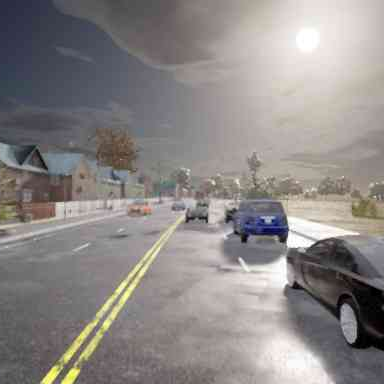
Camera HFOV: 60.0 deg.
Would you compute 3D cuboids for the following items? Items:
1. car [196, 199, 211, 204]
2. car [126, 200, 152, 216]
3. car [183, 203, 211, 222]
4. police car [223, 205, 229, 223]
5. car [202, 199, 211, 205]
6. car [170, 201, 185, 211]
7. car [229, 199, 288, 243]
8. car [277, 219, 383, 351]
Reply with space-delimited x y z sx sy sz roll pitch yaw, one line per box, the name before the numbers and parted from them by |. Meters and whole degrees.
car | 1.773 1.930 56.097 2.097 1.767 4.553 0 -1 4
car | -5.834 1.729 36.995 2.097 1.767 4.553 0 -1 3
car | 0.472 1.893 28.847 1.895 1.301 4.718 0 -1 2
police car | 3.685 1.713 28.382 1.930 1.638 5.238 0 -1 2
car | 3.563 2.395 80.663 2.033 1.411 5.357 0 -1 5
car | -1.957 2.032 49.334 1.812 1.442 4.674 0 -1 3
car | 3.409 1.398 17.364 2.150 2.045 5.566 0 -1 1
car | 3.266 1.545 6.388 1.882 1.535 5.008 0 -1 0
